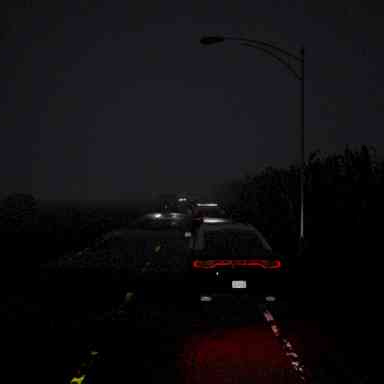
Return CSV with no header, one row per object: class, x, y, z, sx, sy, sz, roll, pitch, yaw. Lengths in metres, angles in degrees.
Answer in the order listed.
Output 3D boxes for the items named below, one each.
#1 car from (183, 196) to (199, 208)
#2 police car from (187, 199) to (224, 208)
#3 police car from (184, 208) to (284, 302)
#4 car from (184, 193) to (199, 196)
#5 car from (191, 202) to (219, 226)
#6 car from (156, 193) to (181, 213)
car,0.106,1.550,46.078,1.895,1.301,4.718,0,0,1
police car,0.849,1.415,18.444,1.930,1.638,5.238,0,0,0
police car,0.835,1.423,8.445,1.930,1.638,5.238,0,0,0
car,0.079,1.134,60.043,2.150,2.045,5.566,0,0,0
car,0.856,1.509,24.334,1.812,1.442,4.674,0,0,0
car,-2.702,1.186,37.172,2.150,2.045,5.566,0,0,0
